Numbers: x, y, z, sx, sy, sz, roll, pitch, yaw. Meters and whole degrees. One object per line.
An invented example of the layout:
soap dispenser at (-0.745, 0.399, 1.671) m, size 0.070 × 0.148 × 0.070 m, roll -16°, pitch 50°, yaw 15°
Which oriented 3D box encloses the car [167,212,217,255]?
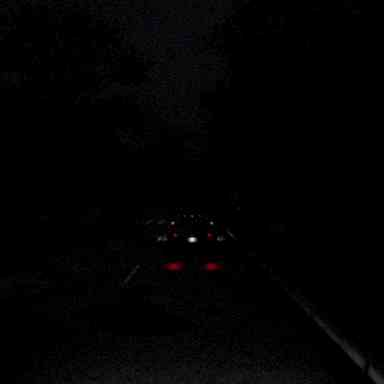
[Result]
car at (0.014, 1.762, 14.301) m, size 1.994 × 1.385 × 4.181 m, roll 0°, pitch -1°, yaw 0°

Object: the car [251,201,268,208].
car at (13.977, 2.636, 68.685) m, size 1.994 × 1.385 × 4.181 m, roll -2°, pitch -2°, yaw 43°

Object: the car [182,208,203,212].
car at (0.023, 2.024, 29.133) m, size 1.895 × 1.301 × 4.718 m, roll 0°, pitch -1°, yaw 0°
